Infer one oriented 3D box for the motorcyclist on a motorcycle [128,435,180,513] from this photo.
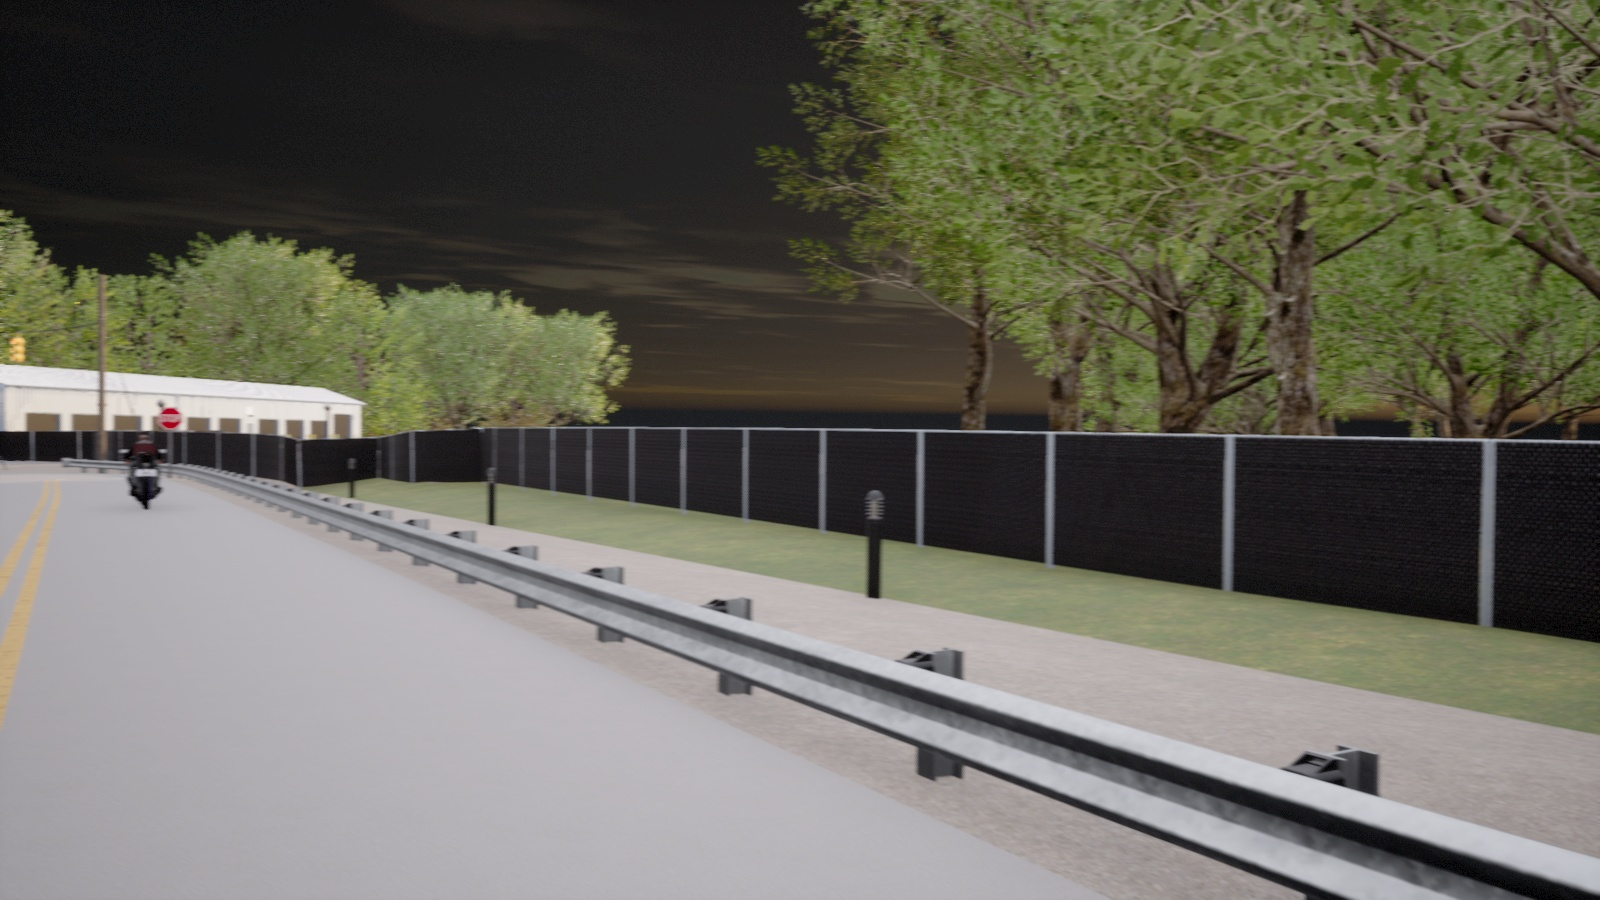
[{"bbox_3d":[-13.324,0.455,25.869,0.866,1.530,2.191,0,1,-29],"label":"motorcyclist on a motorcycle"}]
